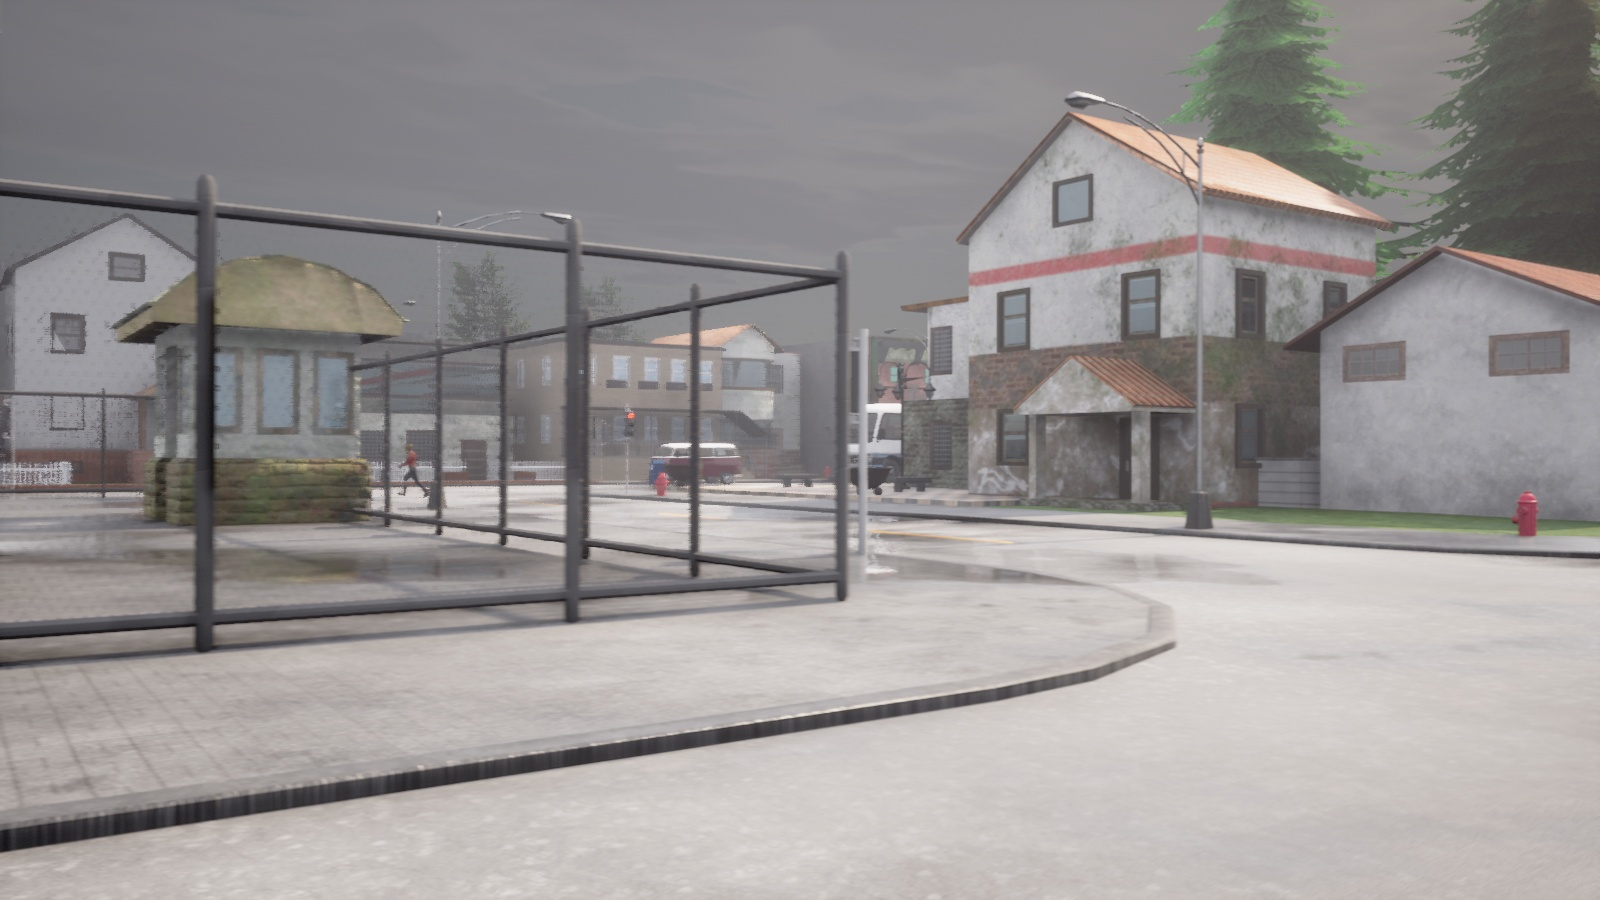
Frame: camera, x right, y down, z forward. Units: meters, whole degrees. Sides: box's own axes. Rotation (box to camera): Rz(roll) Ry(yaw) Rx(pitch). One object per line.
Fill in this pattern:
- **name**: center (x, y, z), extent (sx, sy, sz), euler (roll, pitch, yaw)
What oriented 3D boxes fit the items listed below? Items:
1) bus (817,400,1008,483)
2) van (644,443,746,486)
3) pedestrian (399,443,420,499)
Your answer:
- **bus**: center (6.273, -0.396, 68.652), extent (10.273, 4.253, 3.944), euler (0, 0, -35)
- **van**: center (-5.076, 0.685, 60.777), extent (4.480, 2.038, 2.069), euler (0, 0, -35)
- **pedestrian**: center (-12.927, 0.687, 41.586), extent (0.636, 1.846, 0.331), euler (0, 0, -16)
